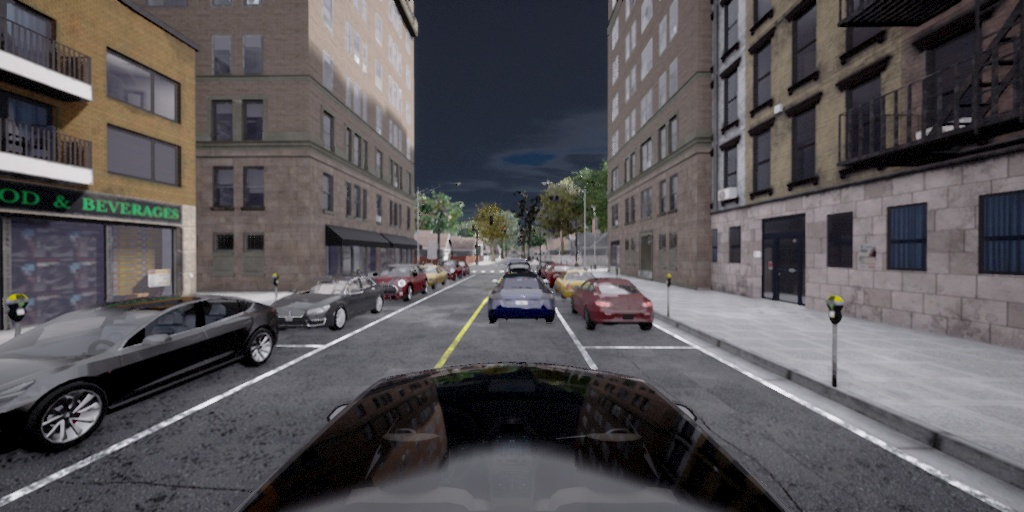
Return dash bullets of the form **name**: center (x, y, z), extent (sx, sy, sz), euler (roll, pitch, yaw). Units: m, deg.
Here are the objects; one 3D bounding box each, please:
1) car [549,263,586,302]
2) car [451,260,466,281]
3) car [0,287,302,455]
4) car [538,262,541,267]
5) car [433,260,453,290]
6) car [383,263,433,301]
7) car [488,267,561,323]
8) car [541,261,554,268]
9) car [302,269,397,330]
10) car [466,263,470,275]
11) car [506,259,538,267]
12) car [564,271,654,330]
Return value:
- **car**: center (2.884, 1.178, 16.223), extent (1.751, 1.417, 4.829), euler (0, 0, 1)
- **car**: center (-4.942, 1.024, 27.231), extent (1.967, 1.591, 4.097), euler (0, 0, 1)
- **car**: center (-5.344, 1.293, 5.161), extent (1.948, 1.339, 4.313), euler (0, 0, 1)
- **car**: center (3.082, 1.164, 27.087), extent (1.802, 1.307, 4.207), euler (0, 0, 1)
- **car**: center (-5.046, 1.144, 21.543), extent (1.751, 1.417, 4.829), euler (0, 0, 1)
- **car**: center (-5.143, 1.094, 16.196), extent (1.967, 1.591, 4.097), euler (0, 0, 1)
- **car**: center (0.274, 1.245, 11.847), extent (1.994, 1.385, 4.181), euler (0, 0, 0)
- **car**: center (2.981, 1.162, 21.570), extent (1.888, 1.381, 4.507), euler (0, 0, 1)
- **car**: center (-5.243, 1.240, 10.678), extent (2.007, 1.370, 4.403), euler (0, 0, 1)
- **car**: center (-4.842, 1.131, 32.749), extent (1.802, 1.307, 4.207), euler (0, 0, 1)
- **car**: center (0.459, 1.117, 22.522), extent (1.837, 1.490, 4.892), euler (0, 0, 1)
- **car**: center (2.781, 1.270, 10.535), extent (1.802, 1.307, 4.207), euler (0, 0, 1)
